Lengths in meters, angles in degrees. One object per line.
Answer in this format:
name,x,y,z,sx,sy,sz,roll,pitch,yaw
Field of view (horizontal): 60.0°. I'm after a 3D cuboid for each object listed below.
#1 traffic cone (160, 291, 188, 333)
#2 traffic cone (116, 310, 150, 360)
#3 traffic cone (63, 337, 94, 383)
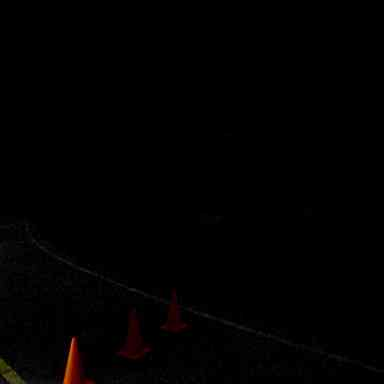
traffic cone,-0.293,1.932,5.477,0.340,0.580,0.340,1,1,31
traffic cone,-0.812,1.938,4.626,0.340,0.580,0.340,1,1,31
traffic cone,-1.330,1.945,3.775,0.340,0.580,0.340,1,1,31
